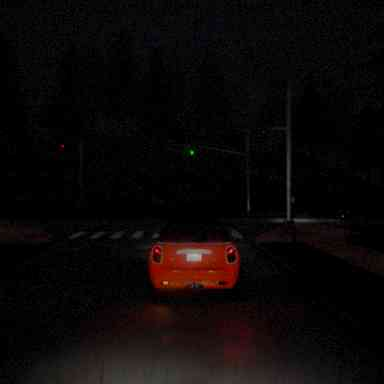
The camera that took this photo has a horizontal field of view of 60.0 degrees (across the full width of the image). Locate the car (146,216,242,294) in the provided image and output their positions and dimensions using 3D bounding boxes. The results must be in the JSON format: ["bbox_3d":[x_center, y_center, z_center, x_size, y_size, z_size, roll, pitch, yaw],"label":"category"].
[{"bbox_3d":[0.053,1.418,9.130,2.097,1.767,4.553,0,-1,0],"label":"car"}]

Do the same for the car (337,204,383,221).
[{"bbox_3d":[14.339,1.632,26.775,4.718,1.301,1.895,0,0,0],"label":"car"}]
